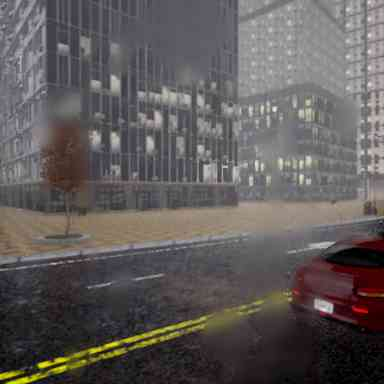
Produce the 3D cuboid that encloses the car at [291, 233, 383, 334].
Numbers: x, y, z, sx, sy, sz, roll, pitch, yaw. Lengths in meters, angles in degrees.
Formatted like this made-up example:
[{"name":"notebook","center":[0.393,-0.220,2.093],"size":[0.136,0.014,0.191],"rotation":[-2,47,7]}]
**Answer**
[{"name":"car","center":[3.789,1.512,6.297],"size":[4.674,1.442,1.812],"rotation":[0,0,-37]}]
